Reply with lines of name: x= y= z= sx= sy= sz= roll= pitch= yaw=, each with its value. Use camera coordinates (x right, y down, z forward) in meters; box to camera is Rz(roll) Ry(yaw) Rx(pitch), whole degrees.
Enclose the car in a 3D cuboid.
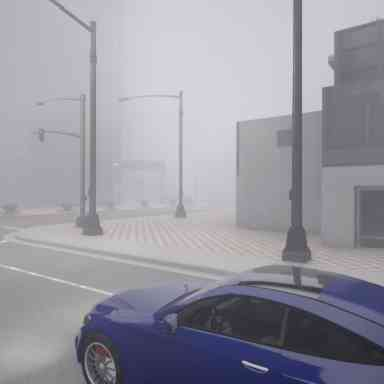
car: x=0.773 y=1.528 z=3.444 sx=4.674 sy=1.442 sz=1.812 roll=0 pitch=0 yaw=36
